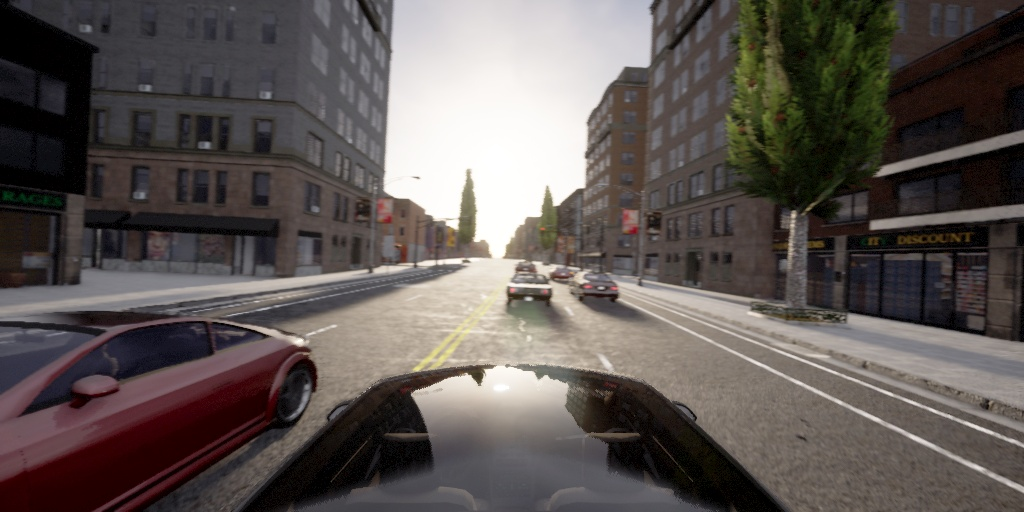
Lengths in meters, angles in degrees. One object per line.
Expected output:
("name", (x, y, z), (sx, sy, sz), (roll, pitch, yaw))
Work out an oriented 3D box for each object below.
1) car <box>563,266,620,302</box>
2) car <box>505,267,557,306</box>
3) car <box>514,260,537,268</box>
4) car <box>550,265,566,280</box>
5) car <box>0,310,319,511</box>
("car", (4.119, 1.500, 18.661), (2.033, 1.411, 5.357), (3, 0, 2))
("car", (0.766, 1.394, 16.248), (1.895, 1.301, 4.718), (3, 0, 2))
("car", (1.246, 1.189, 33.985), (2.097, 1.767, 4.553), (3, 0, 1))
("car", (4.482, 1.550, 33.156), (1.994, 1.385, 4.181), (3, 0, 1))
("car", (-3.419, 1.154, 2.668), (1.994, 1.385, 4.181), (3, 0, 4))
